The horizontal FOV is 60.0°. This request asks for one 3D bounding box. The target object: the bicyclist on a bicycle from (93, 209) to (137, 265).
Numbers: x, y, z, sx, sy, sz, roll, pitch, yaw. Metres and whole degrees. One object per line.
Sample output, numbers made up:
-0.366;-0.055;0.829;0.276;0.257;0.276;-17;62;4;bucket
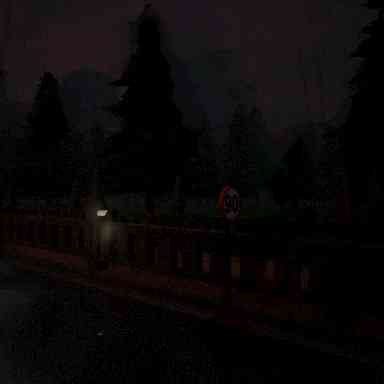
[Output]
-2.172;1.335;9.687;0.582;1.620;1.656;0;-3;36;bicyclist on a bicycle
